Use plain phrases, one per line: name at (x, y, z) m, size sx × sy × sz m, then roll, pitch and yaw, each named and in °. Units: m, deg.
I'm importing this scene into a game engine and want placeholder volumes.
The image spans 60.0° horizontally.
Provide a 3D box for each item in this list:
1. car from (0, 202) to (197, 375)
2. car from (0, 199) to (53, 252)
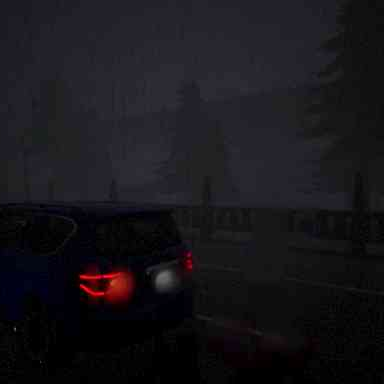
car at (-2.531, 1.185, 5.792) m, size 5.566 × 2.045 × 2.150 m, roll 0°, pitch 0°, yaw 36°
car at (-8.147, 1.254, 14.105) m, size 4.553 × 1.767 × 2.097 m, roll 0°, pitch 0°, yaw 36°
